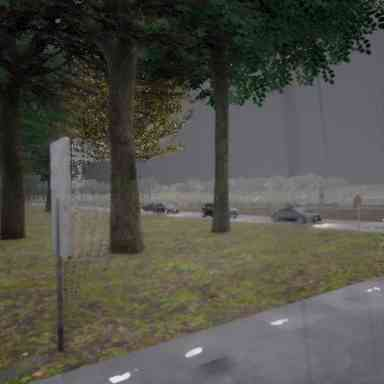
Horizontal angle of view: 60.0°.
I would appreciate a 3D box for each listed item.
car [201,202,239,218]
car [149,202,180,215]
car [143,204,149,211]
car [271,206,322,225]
[{"bbox_3d":[2.946,1.880,35.843,2.097,1.767,4.553,-1,0,-35],"label":"car"},{"bbox_3d":[-3.529,2.232,45.045,1.837,1.490,4.892,-1,0,-35],"label":"car"},{"bbox_3d":[-5.961,2.369,53.498,2.033,1.411,5.357,-1,0,-35],"label":"car"},{"bbox_3d":[8.640,1.911,27.771,1.994,1.385,4.181,-1,0,-35],"label":"car"}]
